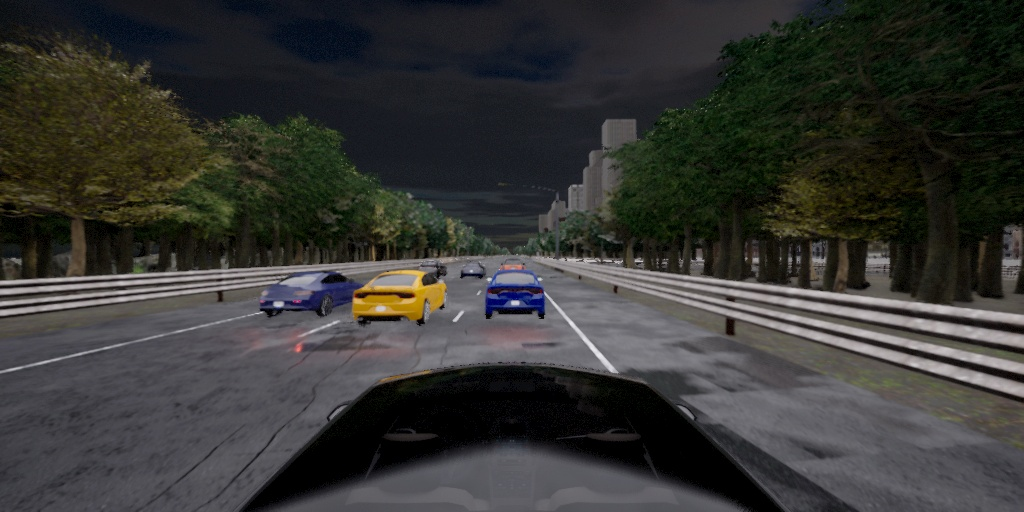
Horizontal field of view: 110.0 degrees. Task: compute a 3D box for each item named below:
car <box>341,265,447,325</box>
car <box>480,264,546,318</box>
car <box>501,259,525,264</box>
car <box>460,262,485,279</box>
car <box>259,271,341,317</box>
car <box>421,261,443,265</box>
[{"bbox_3d":[-3.403,1.210,11.769,1.882,1.535,5.008,0,0,0],"label":"car"},{"bbox_3d":[0.097,1.208,12.855,1.882,1.535,5.008,0,0,0],"label":"car"},{"bbox_3d":[0.094,1.023,31.222,2.097,1.767,4.553,0,0,0],"label":"car"},{"bbox_3d":[-3.406,1.231,32.030,1.994,1.385,4.181,0,0,0],"label":"car"},{"bbox_3d":[-6.904,1.256,12.912,1.812,1.442,4.674,0,0,0],"label":"car"},{"bbox_3d":[-6.908,1.162,31.441,2.128,1.511,4.902,0,0,0],"label":"car"}]
